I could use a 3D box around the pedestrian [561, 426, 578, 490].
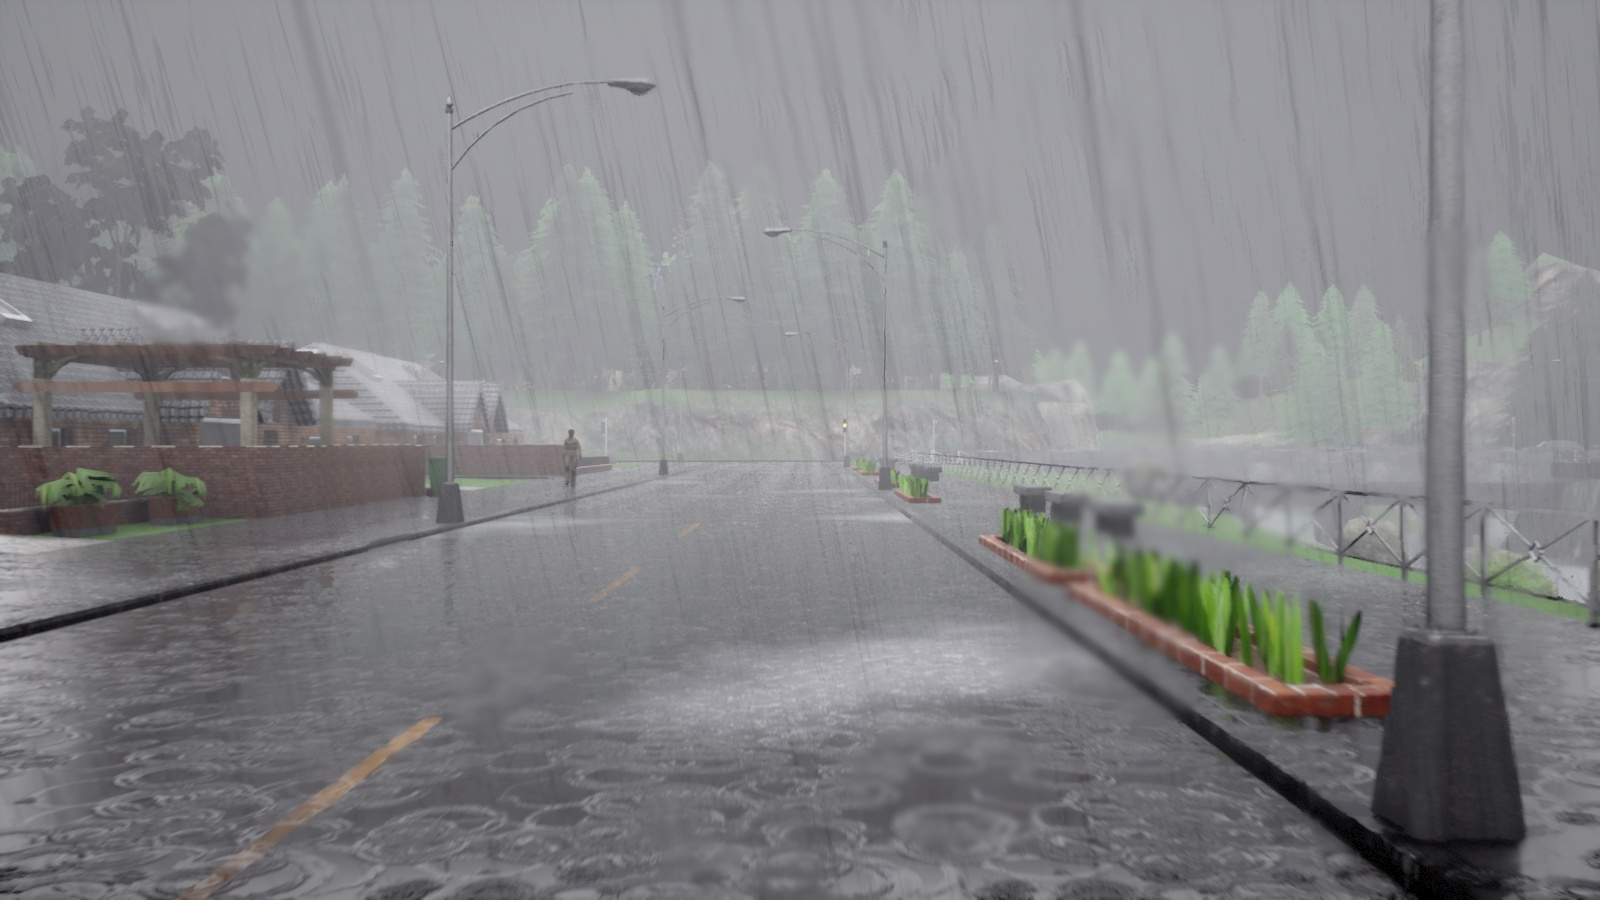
[{"bbox_3d":[-7.041,0.234,38.416,0.396,1.930,0.692,0,0,1],"label":"pedestrian"}]
